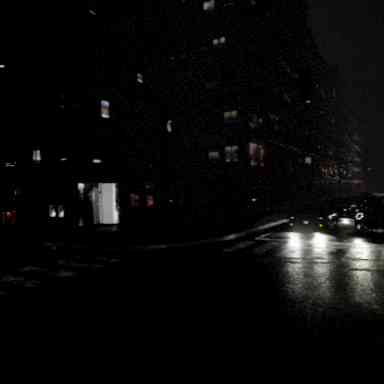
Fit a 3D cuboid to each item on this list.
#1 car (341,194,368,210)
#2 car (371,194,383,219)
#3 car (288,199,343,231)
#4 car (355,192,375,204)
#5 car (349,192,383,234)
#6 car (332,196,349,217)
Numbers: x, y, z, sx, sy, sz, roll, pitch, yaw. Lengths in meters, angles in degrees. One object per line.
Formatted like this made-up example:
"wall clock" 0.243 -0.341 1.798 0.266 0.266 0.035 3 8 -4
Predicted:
"car" 16.653 0.971 33.916 1.994 1.385 4.181 -2 0 32
"car" 14.064 0.983 23.773 1.882 1.535 5.008 -2 0 32
"car" 6.713 1.293 18.230 1.994 1.385 4.181 -2 0 32
"car" 22.155 0.756 42.530 1.812 1.442 4.674 -2 0 33
"car" 9.126 1.018 15.979 2.097 1.767 4.553 -2 0 32
"car" 11.645 1.116 26.028 2.033 1.411 5.357 -2 0 32
